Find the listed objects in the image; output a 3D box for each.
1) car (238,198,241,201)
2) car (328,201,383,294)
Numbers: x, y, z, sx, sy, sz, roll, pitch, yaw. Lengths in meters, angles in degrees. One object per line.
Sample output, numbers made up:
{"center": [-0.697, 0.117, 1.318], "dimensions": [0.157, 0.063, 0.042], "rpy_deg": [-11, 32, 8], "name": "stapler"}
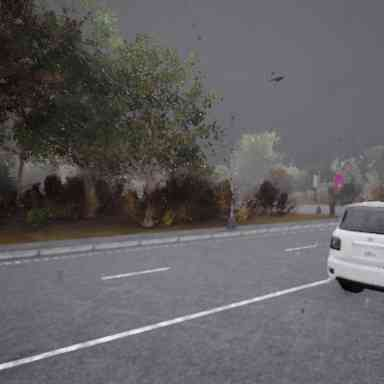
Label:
{"center": [6.493, 1.533, 49.898], "dimensions": [2.128, 1.511, 4.902], "rpy_deg": [0, 0, -32], "name": "car"}
{"center": [5.414, 1.233, 7.608], "dimensions": [5.566, 2.045, 2.150], "rpy_deg": [1, 0, -36], "name": "car"}
